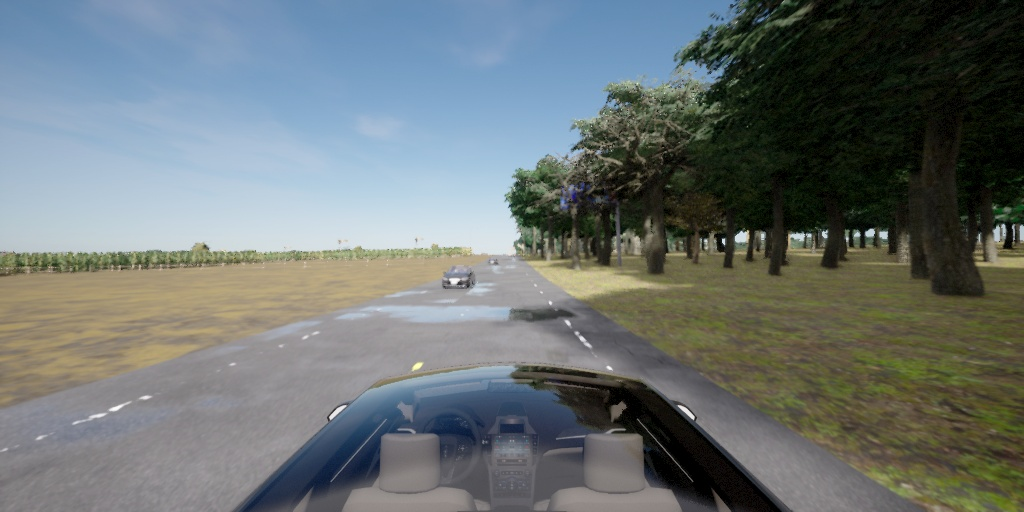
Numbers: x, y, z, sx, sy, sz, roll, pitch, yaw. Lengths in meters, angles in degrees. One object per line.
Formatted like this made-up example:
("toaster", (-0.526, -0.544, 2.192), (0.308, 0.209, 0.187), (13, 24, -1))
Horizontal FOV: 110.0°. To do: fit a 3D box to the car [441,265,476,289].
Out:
("car", (-3.599, 1.411, 24.844), (2.128, 1.511, 4.902), (0, 0, 0))
